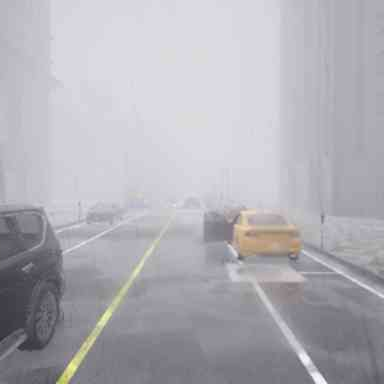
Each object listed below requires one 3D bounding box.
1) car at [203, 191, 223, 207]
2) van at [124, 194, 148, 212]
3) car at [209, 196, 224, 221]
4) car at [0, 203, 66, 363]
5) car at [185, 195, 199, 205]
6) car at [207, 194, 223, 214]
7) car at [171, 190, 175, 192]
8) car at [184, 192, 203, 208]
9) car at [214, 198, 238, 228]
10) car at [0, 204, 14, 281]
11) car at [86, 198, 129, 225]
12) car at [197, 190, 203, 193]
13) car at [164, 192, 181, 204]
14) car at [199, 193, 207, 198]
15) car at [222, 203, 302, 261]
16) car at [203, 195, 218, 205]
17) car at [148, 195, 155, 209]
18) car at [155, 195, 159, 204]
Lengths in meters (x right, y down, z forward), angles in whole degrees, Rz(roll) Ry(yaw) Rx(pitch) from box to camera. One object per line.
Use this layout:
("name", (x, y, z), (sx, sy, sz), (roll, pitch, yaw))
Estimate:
("car", (2.723, 0.974, 38.753), (2.192, 1.841, 5.009), (0, 1, 0))
("van", (-5.797, 1.047, 33.336), (1.690, 1.788, 3.998), (0, 0, 0))
("car", (2.734, 1.304, 27.905), (2.008, 1.369, 4.403), (0, 0, 0))
("car", (-3.104, 1.192, 3.185), (2.150, 2.045, 5.566), (0, 1, 0))
("car", (-0.044, 1.120, 50.360), (1.994, 1.385, 4.181), (0, 1, 0))
("car", (2.729, 1.230, 33.500), (1.752, 1.417, 4.829), (0, 1, 0))
("car", (-5.839, 0.821, 81.473), (2.008, 1.369, 4.403), (0, 1, 0))
("car", (0.038, 1.151, 40.268), (1.837, 1.490, 4.892), (0, 1, 0))
("car", (2.738, 1.344, 22.481), (1.887, 1.381, 4.507), (0, 0, 0))
("car", (-5.772, 1.258, 6.206), (2.192, 1.841, 5.009), (0, 1, 0))
("car", (-5.786, 1.345, 22.485), (1.887, 1.381, 4.507), (0, 0, 0))
("car", (2.691, 0.886, 76.041), (1.947, 1.339, 4.313), (0, 1, 0))
("car", (-3.046, 1.104, 50.377), (2.033, 1.411, 5.357), (0, 1, 0))
("car", (2.686, 0.836, 81.461), (1.947, 1.339, 4.313), (0, 1, 0))
("car", (2.350, 1.370, 11.905), (1.882, 1.535, 5.008), (0, 1, 0))
("car", (2.715, 1.128, 49.606), (1.947, 1.339, 4.313), (0, 1, 0))
("car", (-5.802, 1.099, 38.763), (1.967, 1.590, 4.097), (0, 1, 0))
("car", (-5.811, 1.144, 49.616), (1.802, 1.307, 4.206), (0, 1, 0))
